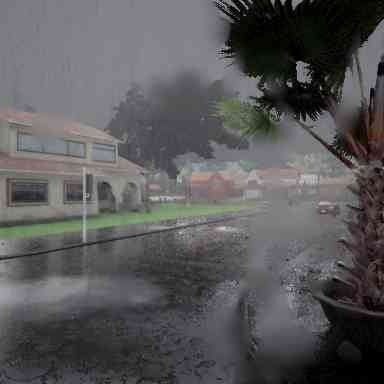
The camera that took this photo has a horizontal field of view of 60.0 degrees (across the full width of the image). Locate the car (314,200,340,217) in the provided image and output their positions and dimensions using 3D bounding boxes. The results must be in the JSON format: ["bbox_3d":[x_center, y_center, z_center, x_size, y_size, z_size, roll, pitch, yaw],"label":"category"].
[{"bbox_3d":[12.804,1.526,31.497,1.812,1.442,4.674,0,0,30],"label":"car"}]

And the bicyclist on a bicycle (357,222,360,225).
[{"bbox_3d":[9.386,1.349,17.135,1.656,1.620,0.582,0,0,30],"label":"bicyclist on a bicycle"}]
